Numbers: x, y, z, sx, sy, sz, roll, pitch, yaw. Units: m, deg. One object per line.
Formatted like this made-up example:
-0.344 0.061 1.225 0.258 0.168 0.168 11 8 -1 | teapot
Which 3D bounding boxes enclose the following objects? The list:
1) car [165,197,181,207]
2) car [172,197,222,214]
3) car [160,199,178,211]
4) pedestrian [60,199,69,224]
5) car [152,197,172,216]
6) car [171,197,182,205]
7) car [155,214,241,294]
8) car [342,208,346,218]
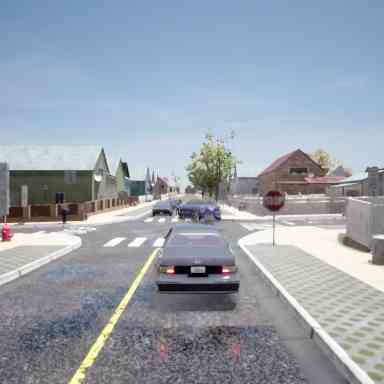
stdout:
-2.845 1.491 51.456 2.128 1.511 4.902 0 0 0 | car
0.505 1.353 27.201 2.097 1.767 4.553 1 0 -29 | car
-2.852 1.566 41.989 1.994 1.385 4.181 0 0 0 | car
-9.693 1.462 25.260 0.375 1.860 0.375 0 0 0 | pedestrian
-2.820 1.550 32.719 2.033 1.411 5.357 0 0 -1 | car
-2.817 1.597 61.458 1.895 1.301 4.718 0 0 0 | car
0.072 1.550 8.939 2.033 1.411 5.357 0 0 -1 | car
12.703 1.156 22.482 4.892 1.490 1.837 -2 -1 0 | car
